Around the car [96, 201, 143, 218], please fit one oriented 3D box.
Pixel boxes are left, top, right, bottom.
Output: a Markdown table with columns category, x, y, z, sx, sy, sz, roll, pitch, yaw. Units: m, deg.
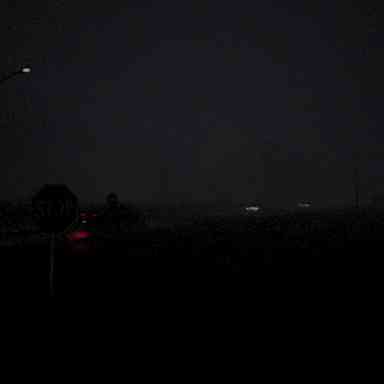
| category | x | y | z | sx | sy | sz | roll | pitch | yaw |
| --- | --- | --- | --- | --- | --- | --- | --- | --- | --- |
| car | -6.909 | 1.664 | 32.225 | 1.994 | 1.385 | 4.181 | 1 | 1 | 36 |

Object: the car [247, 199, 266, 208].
| category | x | y | z | sx | sy | sz | roll | pitch | yaw |
| --- | --- | --- | --- | --- | --- | --- | --- | --- | --- |
| car | 11.160 | 1.988 | 57.251 | 1.994 | 1.385 | 4.181 | 1 | 1 | 36 |

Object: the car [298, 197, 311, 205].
| category | x | y | z | sx | sy | sz | roll | pitch | yaw |
| --- | --- | --- | --- | --- | --- | --- | --- | --- | --- |
| car | 26.652 | 2.065 | 78.703 | 2.097 | 1.767 | 4.553 | 1 | 0 | 36 |

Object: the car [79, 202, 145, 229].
| category | x | y | z | sx | sy | sz | roll | pitch | yaw |
| --- | --- | --- | --- | --- | --- | --- | --- | --- | --- |
| car | -5.246 | 1.610 | 22.567 | 1.837 | 1.490 | 4.892 | 1 | 0 | 36 |
